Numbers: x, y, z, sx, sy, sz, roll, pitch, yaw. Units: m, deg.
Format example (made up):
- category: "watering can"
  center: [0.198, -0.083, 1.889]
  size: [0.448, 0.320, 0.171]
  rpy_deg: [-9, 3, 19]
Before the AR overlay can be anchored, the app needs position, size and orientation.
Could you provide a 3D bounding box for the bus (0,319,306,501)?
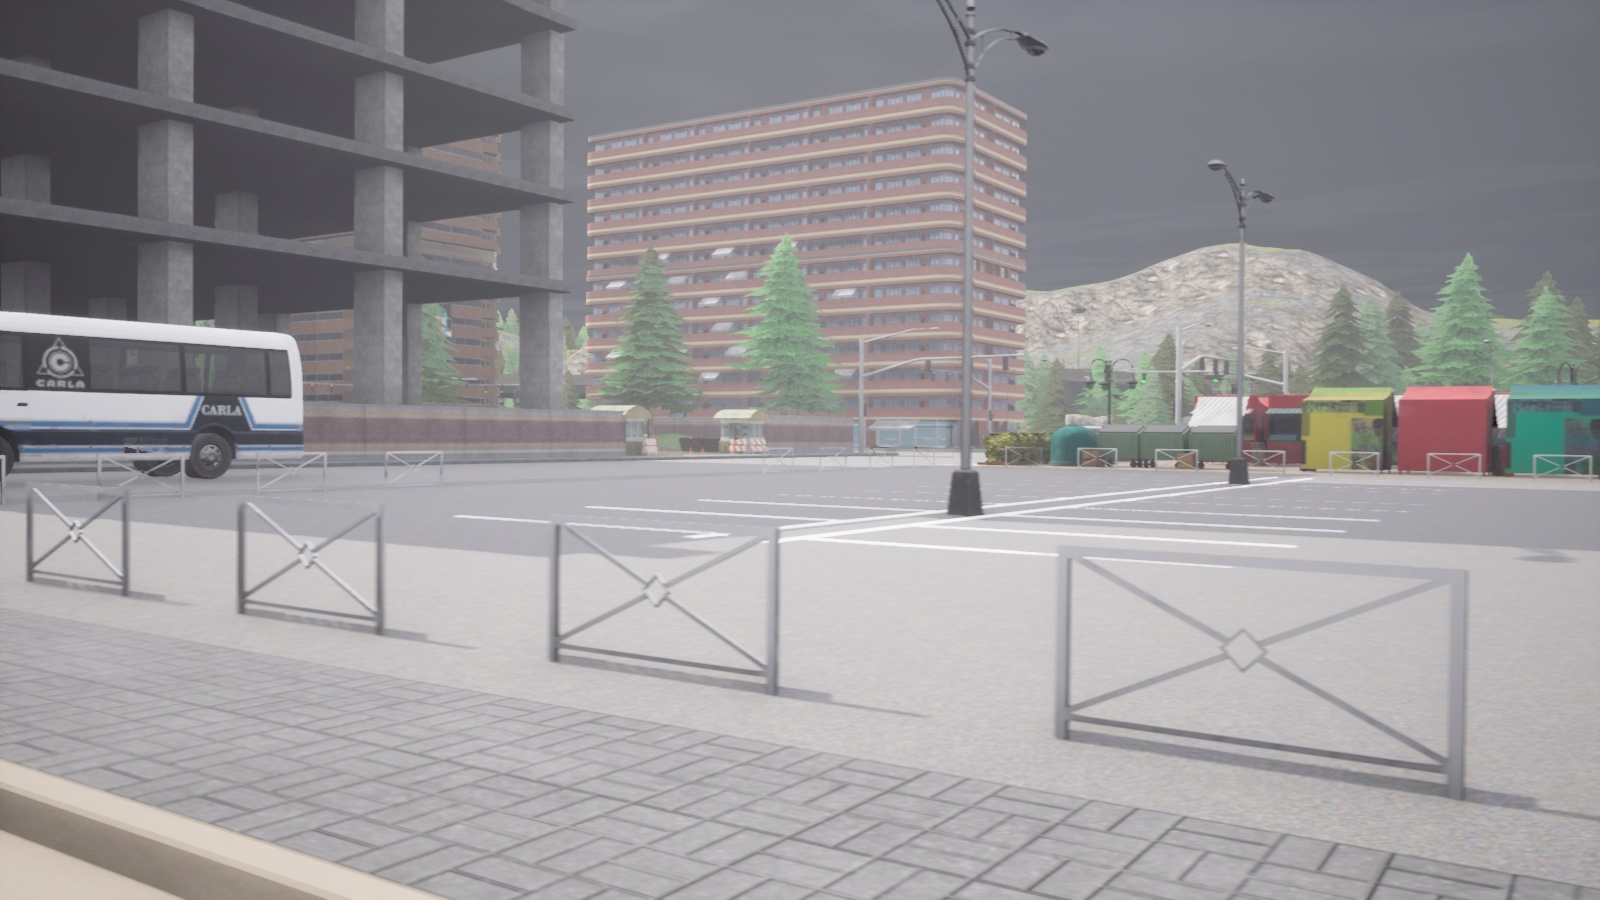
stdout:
- category: "bus"
  center: [-18.687, -0.980, 32.862]
  size: [3.944, 4.253, 10.273]
  rpy_deg: [0, 1, 33]
